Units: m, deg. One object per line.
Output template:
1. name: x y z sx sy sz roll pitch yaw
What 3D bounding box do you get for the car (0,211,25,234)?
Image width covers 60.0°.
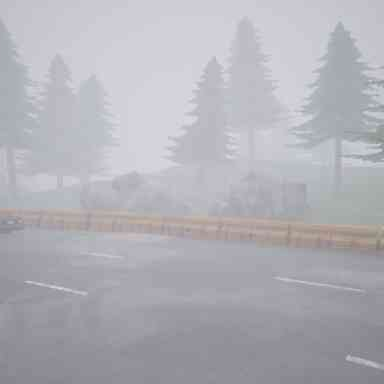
1. car: -11.264 1.536 17.174 5.357 1.411 2.033 0 0 19
